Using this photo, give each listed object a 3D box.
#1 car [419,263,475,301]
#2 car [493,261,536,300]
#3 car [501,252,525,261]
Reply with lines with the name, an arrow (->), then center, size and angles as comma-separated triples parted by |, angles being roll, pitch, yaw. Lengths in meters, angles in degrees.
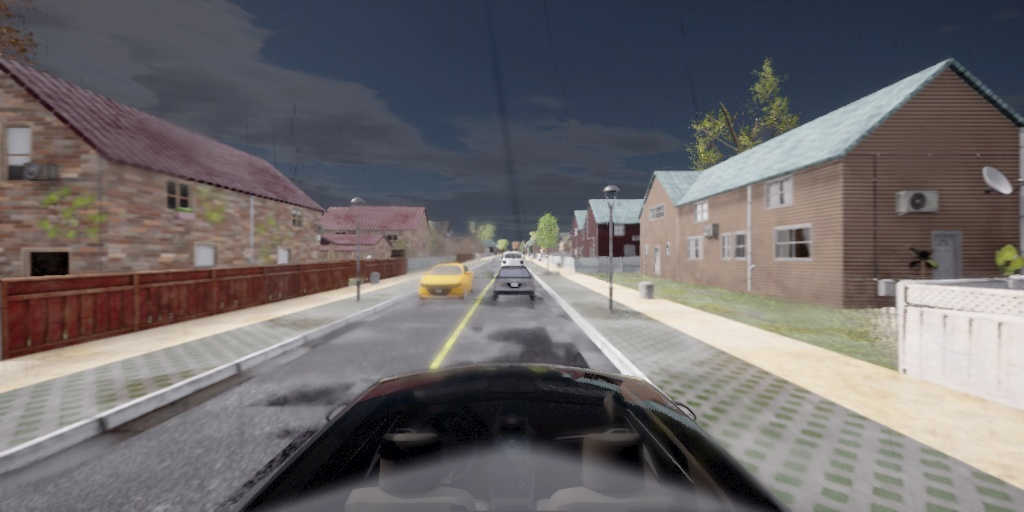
car -> -2.850, 1.077, 16.466 | 1.882, 1.535, 5.008 | 0, 1, 0
car -> 0.097, 1.146, 16.560 | 2.033, 1.411, 5.357 | 0, 1, 0
car -> 0.100, 0.633, 34.728 | 2.150, 2.045, 5.566 | 0, 1, 0
